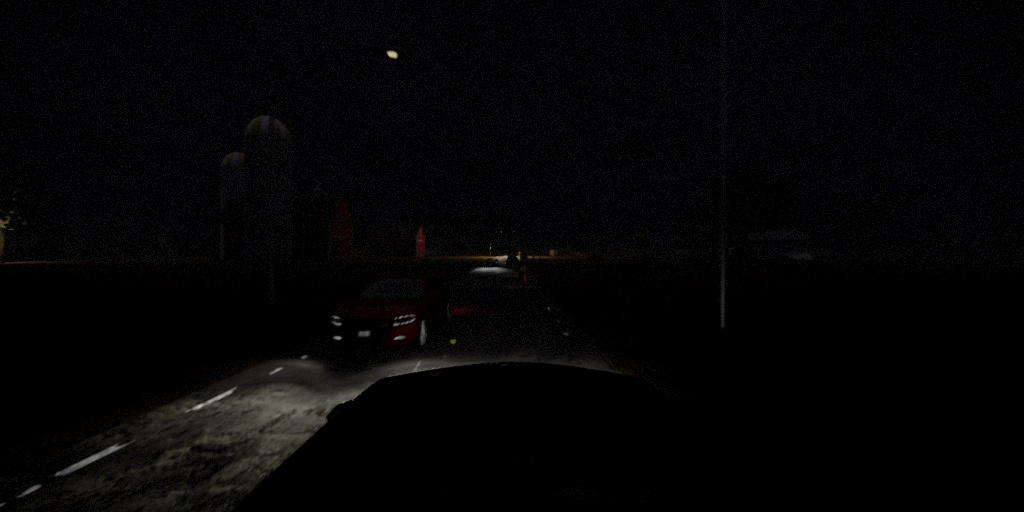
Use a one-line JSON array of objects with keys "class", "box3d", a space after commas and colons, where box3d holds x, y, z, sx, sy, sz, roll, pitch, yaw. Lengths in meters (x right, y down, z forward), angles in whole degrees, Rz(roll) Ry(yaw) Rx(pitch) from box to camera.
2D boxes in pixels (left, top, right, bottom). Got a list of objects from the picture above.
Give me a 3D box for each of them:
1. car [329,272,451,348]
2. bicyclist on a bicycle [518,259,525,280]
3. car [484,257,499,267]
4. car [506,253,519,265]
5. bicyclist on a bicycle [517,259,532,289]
[{"class": "car", "box3d": [-2.848, 1.219, 9.398, 1.882, 1.535, 5.008, 0, 0, 0]}, {"class": "bicyclist on a bicycle", "box3d": [0.761, 1.080, 29.277, 0.582, 1.620, 1.656, 0, 0, 0]}, {"class": "car", "box3d": [-2.814, 0.865, 50.317, 1.895, 1.301, 4.718, 0, 1, 0]}, {"class": "car", "box3d": [0.093, 0.654, 57.969, 1.994, 1.385, 4.181, 0, 1, 0]}, {"class": "bicyclist on a bicycle", "box3d": [0.753, 1.138, 21.183, 0.866, 1.612, 1.509, 0, 0, 0]}]
